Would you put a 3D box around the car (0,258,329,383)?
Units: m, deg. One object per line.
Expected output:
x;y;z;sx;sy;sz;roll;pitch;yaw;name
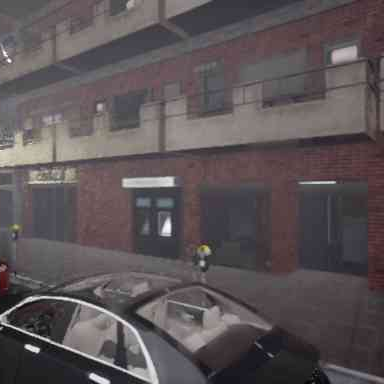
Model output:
-0.910;1.550;3.526;4.403;1.369;2.008;0;0;36;car
